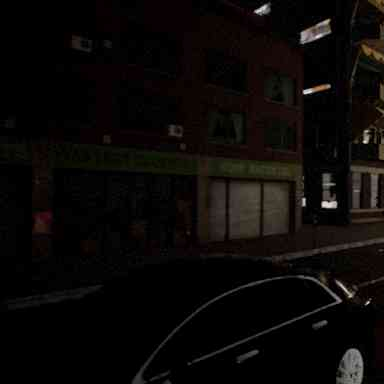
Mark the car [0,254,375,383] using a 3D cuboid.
[{"bbox_3d":[-0.018,1.503,3.365,4.892,1.490,1.837,0,0,-35],"label":"car"}]
